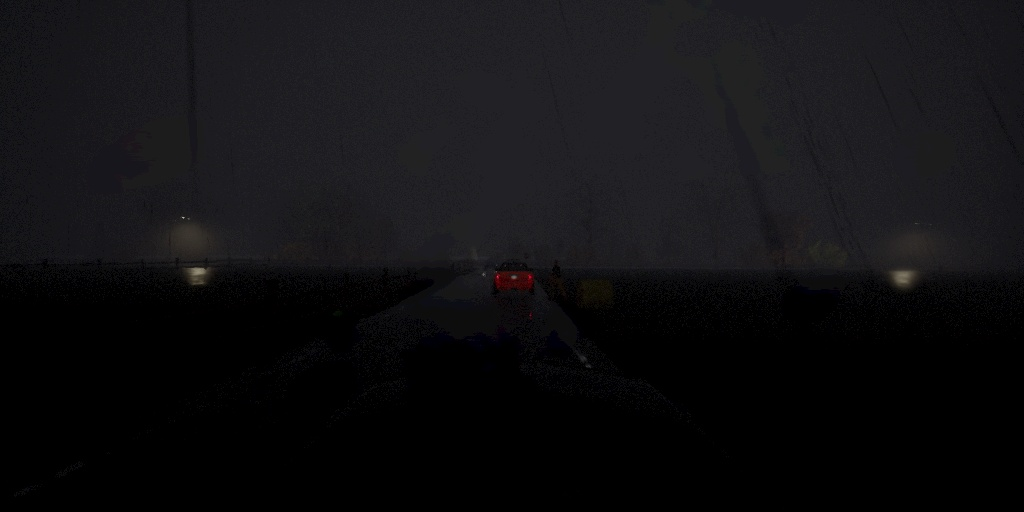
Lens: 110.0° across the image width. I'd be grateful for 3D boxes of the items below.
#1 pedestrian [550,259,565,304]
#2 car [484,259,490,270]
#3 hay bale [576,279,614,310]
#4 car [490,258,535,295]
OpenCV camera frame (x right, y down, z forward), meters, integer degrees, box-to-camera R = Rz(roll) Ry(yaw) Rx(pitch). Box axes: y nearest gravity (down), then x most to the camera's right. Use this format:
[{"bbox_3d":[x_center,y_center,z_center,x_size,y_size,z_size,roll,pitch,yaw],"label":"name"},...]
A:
[{"bbox_3d":[1.858,1.013,14.690,0.375,1.860,0.375,0,1,-1],"label":"pedestrian"},{"bbox_3d":[-2.747,1.090,48.876,1.882,1.535,5.008,0,0,0],"label":"car"},{"bbox_3d":[3.126,1.377,13.585,1.220,1.180,1.240,0,0,0],"label":"hay bale"},{"bbox_3d":[0.101,1.056,19.719,2.097,1.767,4.553,0,0,0],"label":"car"}]
